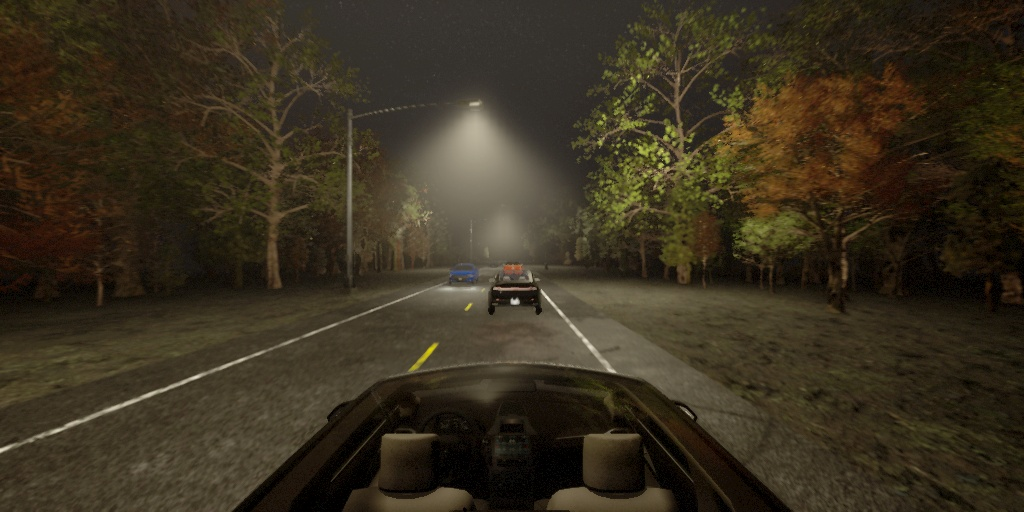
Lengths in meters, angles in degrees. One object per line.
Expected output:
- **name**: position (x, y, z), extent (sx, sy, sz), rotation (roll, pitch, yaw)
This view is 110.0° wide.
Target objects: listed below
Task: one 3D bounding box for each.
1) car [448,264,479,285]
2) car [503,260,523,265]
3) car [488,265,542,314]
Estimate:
- **car**: position (-3.600, 1.334, 27.415), extent (1.882, 1.535, 5.008), rotation (0, 0, 0)
- **car**: position (0.094, 1.250, 38.248), extent (2.097, 1.767, 4.553), rotation (0, 0, 0)
- **car**: position (0.100, 1.297, 14.123), extent (2.128, 1.511, 4.902), rotation (0, 0, 0)
